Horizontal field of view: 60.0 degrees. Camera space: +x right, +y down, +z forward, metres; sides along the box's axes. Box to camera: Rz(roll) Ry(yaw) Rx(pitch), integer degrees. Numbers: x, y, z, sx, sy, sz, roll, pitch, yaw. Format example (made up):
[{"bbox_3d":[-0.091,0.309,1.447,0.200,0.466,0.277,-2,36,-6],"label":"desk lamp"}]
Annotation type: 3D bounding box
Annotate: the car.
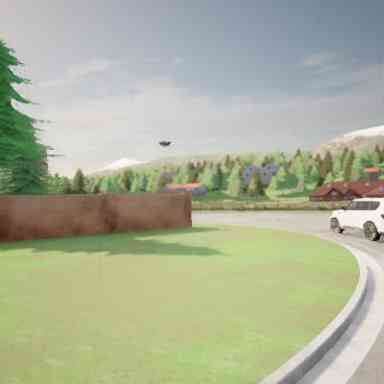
[{"bbox_3d":[9.389,1.340,17.402,2.150,2.045,5.566,0,-1,-4],"label":"car"}]
